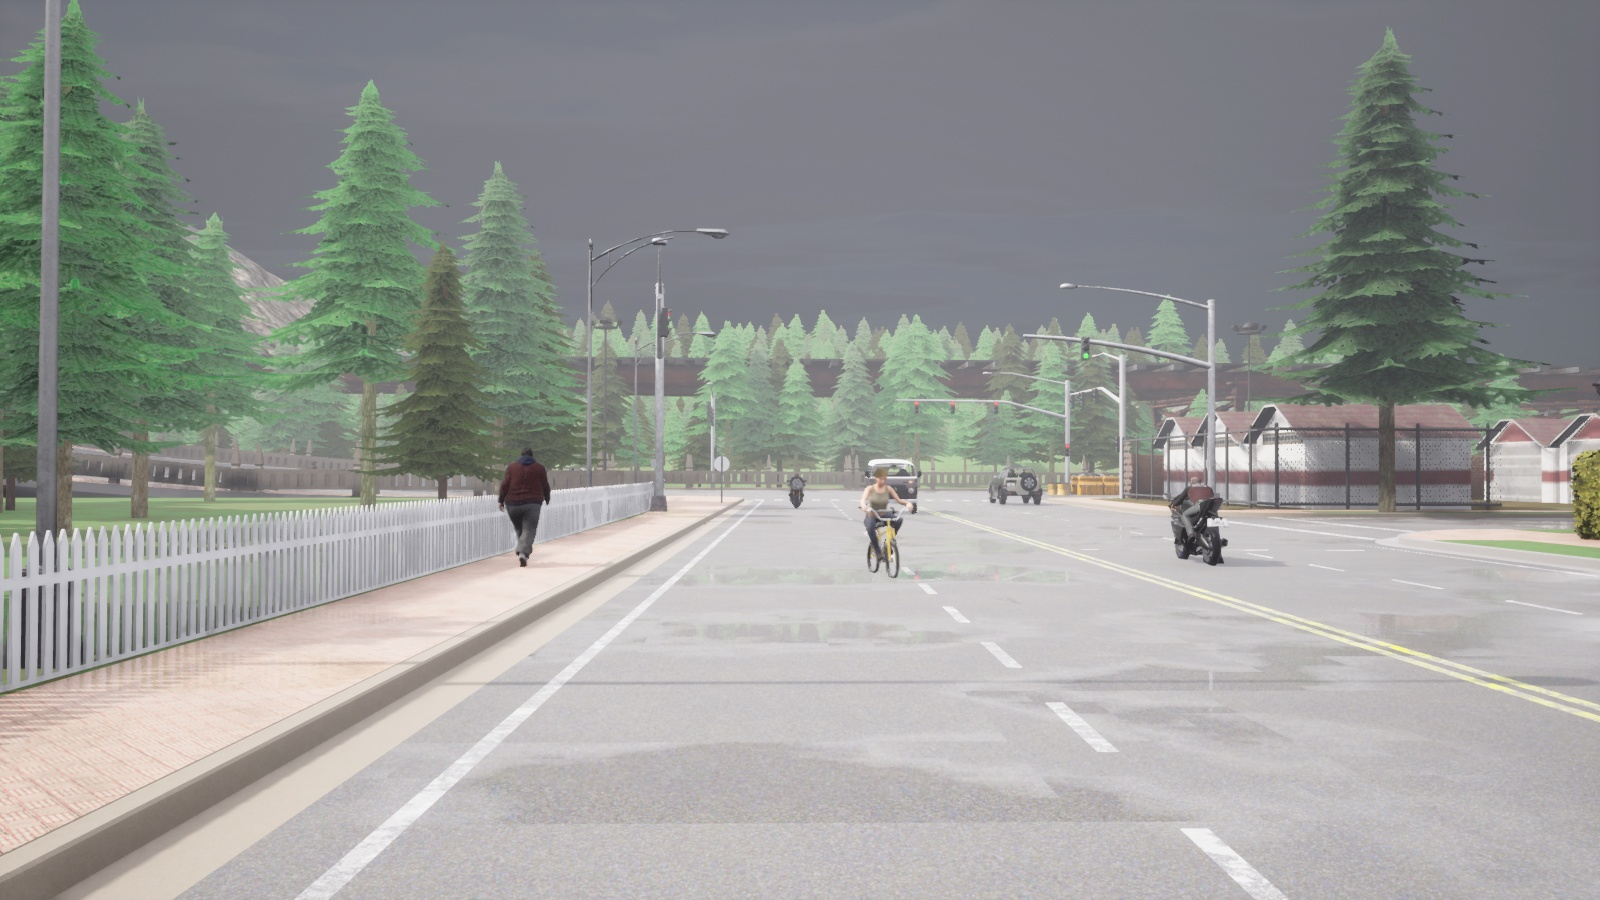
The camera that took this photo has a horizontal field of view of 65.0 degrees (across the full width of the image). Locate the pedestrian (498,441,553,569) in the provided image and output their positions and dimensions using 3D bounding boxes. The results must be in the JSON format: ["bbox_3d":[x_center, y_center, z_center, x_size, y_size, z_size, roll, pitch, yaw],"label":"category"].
[{"bbox_3d":[-4.063,0.802,18.658,0.634,1.844,0.899,0,-1,-1],"label":"pedestrian"}]

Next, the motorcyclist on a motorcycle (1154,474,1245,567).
[{"bbox_3d":[6.946,1.189,21.944,0.866,1.530,2.191,0,-1,0],"label":"motorcyclist on a motorcycle"}]

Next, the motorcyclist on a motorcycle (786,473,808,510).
[{"bbox_3d":[-0.130,1.731,52.598,0.866,1.530,2.191,0,-1,0],"label":"motorcyclist on a motorcycle"}]

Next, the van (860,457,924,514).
[{"bbox_3d":[3.383,1.311,46.981,2.069,2.038,4.480,0,-1,0],"label":"van"}]

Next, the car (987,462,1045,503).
[{"bbox_3d":[10.351,1.599,60.507,1.932,1.855,4.605,0,-2,0],"label":"car"}]

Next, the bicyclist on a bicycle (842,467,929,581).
[{"bbox_3d":[1.256,1.059,18.674,0.866,1.612,1.509,0,-1,-14],"label":"bicyclist on a bicycle"}]
